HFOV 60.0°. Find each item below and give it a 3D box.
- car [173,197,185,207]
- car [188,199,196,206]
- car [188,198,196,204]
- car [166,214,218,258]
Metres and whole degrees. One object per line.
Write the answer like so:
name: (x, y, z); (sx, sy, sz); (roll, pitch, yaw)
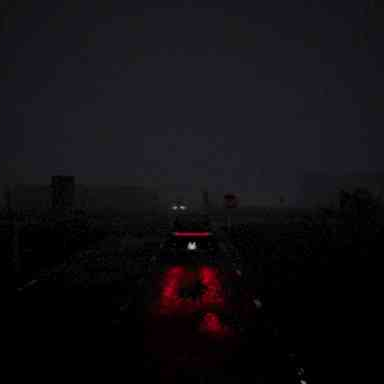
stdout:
car: (-2.777, 2.094, 70.898); (2.150, 2.045, 5.566); (0, -1, 0)
car: (-0.031, 2.509, 78.571); (2.033, 1.411, 5.357); (0, -1, 0)
car: (-0.034, 2.501, 88.991); (2.128, 1.511, 4.902); (0, -1, 0)
car: (0.011, 1.639, 13.461); (2.128, 1.511, 4.902); (0, -1, 0)
